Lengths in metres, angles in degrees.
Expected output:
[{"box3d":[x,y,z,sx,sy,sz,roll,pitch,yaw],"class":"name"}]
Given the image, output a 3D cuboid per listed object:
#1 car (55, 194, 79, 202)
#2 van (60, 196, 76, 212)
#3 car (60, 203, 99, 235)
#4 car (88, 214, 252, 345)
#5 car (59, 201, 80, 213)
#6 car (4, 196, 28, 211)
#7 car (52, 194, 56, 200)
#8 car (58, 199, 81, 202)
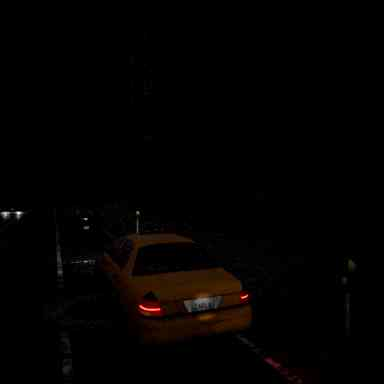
[{"box3d":[-12.487,1.316,33.986,2.192,1.841,5.009,0,0,-23],"class":"car"},{"box3d":[-14.609,1.343,39.085,1.690,1.788,3.998,0,0,-23],"class":"van"},{"box3d":[-6.122,1.551,18.686,2.008,1.369,4.403,0,0,-23],"class":"car"},{"box3d":[-0.841,1.457,6.750,1.801,1.575,5.366,0,0,-23],"class":"car"},{"box3d":[-8.244,1.552,23.785,2.008,1.369,4.403,0,0,-23],"class":"car"},{"box3d":[-21.474,1.592,40.336,2.033,1.411,5.357,0,0,-23],"class":"car"},{"box3d":[-31.731,1.470,79.499,1.967,1.590,4.097,0,0,-24],"class":"car"},{"box3d":[-10.365,1.567,28.885,1.947,1.339,4.313,0,0,-23],"class":"car"}]
